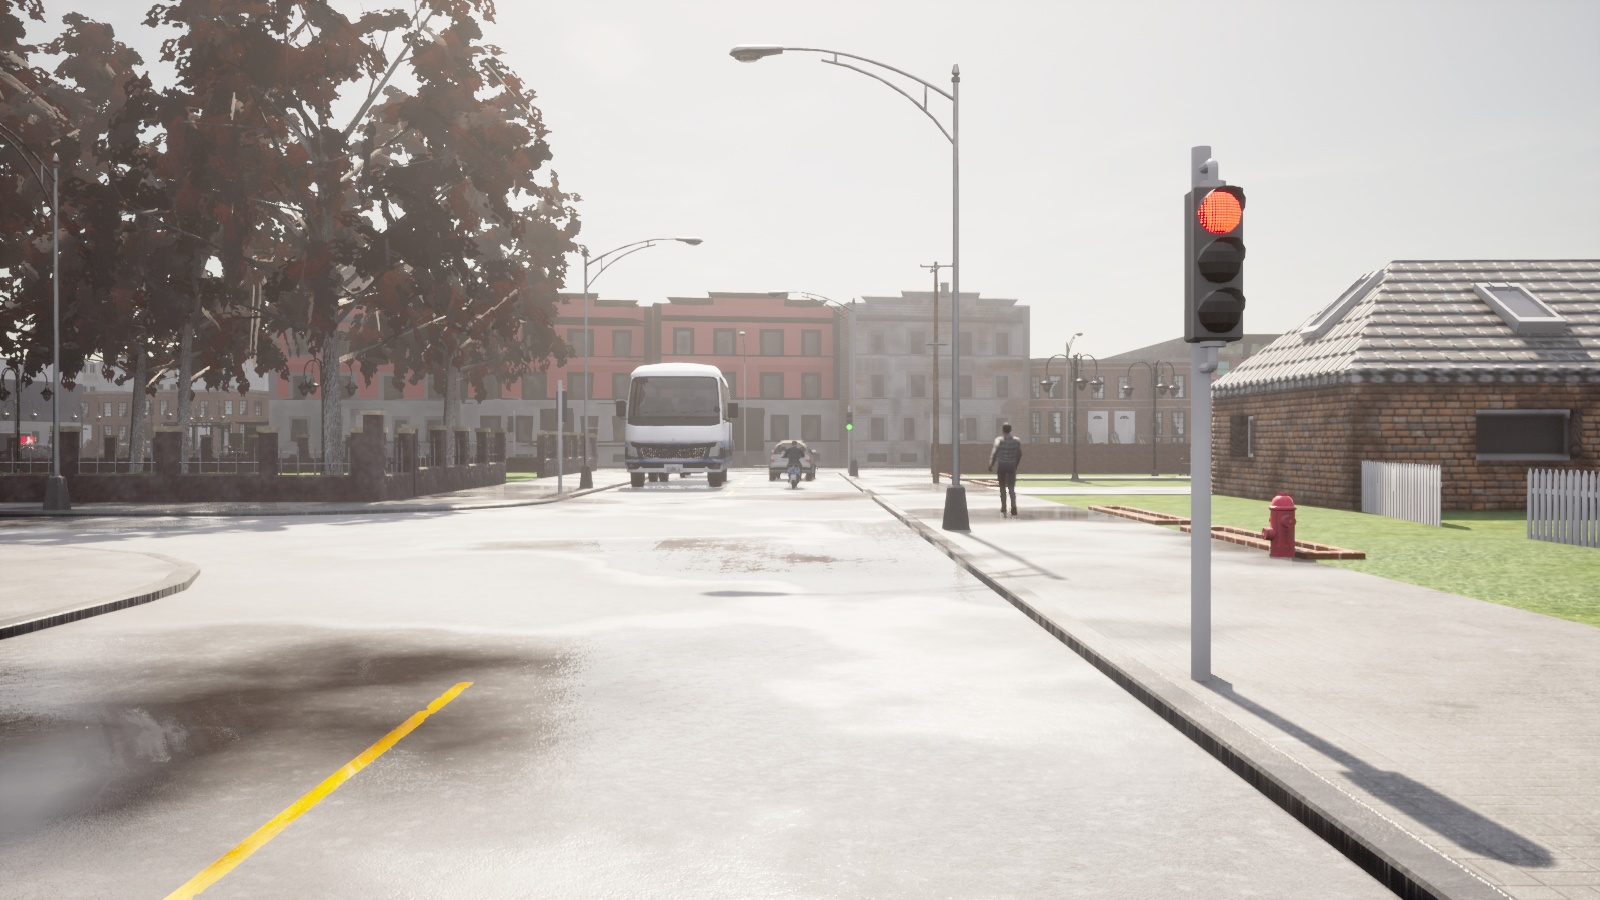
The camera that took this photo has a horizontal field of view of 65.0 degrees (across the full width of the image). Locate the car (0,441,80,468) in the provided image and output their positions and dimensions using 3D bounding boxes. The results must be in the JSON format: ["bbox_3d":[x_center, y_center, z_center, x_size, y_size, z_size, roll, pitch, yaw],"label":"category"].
[{"bbox_3d":[-44.777,0.256,72.742,4.902,1.511,2.128,0,0,0],"label":"car"}]

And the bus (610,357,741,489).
[{"bbox_3d":[-4.227,-0.889,45.382,3.944,4.253,10.273,0,0,-1],"label":"bus"}]

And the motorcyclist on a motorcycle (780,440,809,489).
[{"bbox_3d":[-0.175,0.467,41.371,0.866,1.590,1.817,0,0,3],"label":"motorcyclist on a motorcycle"}]

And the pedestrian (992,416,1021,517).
[{"bbox_3d":[4.039,0.317,24.555,0.423,1.949,0.788,0,0,-1],"label":"pedestrian"}]

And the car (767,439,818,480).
[{"bbox_3d":[-0.270,0.354,51.470,1.851,1.617,3.988,0,0,3],"label":"car"}]
